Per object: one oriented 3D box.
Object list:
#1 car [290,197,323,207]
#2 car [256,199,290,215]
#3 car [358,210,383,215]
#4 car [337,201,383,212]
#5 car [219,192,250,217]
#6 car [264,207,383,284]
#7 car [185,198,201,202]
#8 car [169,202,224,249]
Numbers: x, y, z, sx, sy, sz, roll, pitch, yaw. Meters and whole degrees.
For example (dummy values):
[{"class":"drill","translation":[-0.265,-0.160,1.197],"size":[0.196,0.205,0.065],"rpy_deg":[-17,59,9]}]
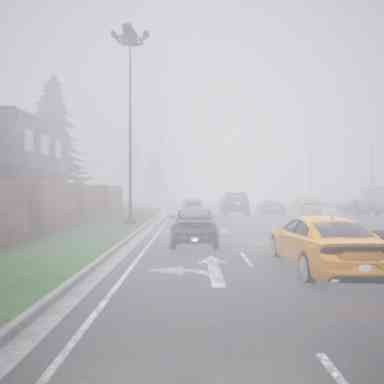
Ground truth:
[{"class":"car","translation":[10.598,1.235,31.314],"size":[1.882,1.535,5.008],"rpy_deg":[0,0,0]},{"class":"car","translation":[7.097,1.330,30.239],"size":[1.994,1.385,4.181],"rpy_deg":[0,0,0]},{"class":"car","translation":[7.098,1.474,9.400],"size":[2.033,1.411,5.357],"rpy_deg":[0,0,0]},{"class":"car","translation":[14.097,1.382,28.163],"size":[1.895,1.301,4.718],"rpy_deg":[0,0,0]},{"class":"car","translation":[3.598,0.998,28.826],"size":[2.150,2.045,5.566],"rpy_deg":[0,0,0]},{"class":"car","translation":[3.596,1.404,9.359],"size":[1.882,1.535,5.008],"rpy_deg":[0,0,0]},{"class":"car","translation":[0.098,1.274,29.834],"size":[1.837,1.490,4.892],"rpy_deg":[0,0,0]},{"class":"car","translation":[0.098,1.396,14.032],"size":[1.837,1.490,4.892],"rpy_deg":[0,0,0]}]
